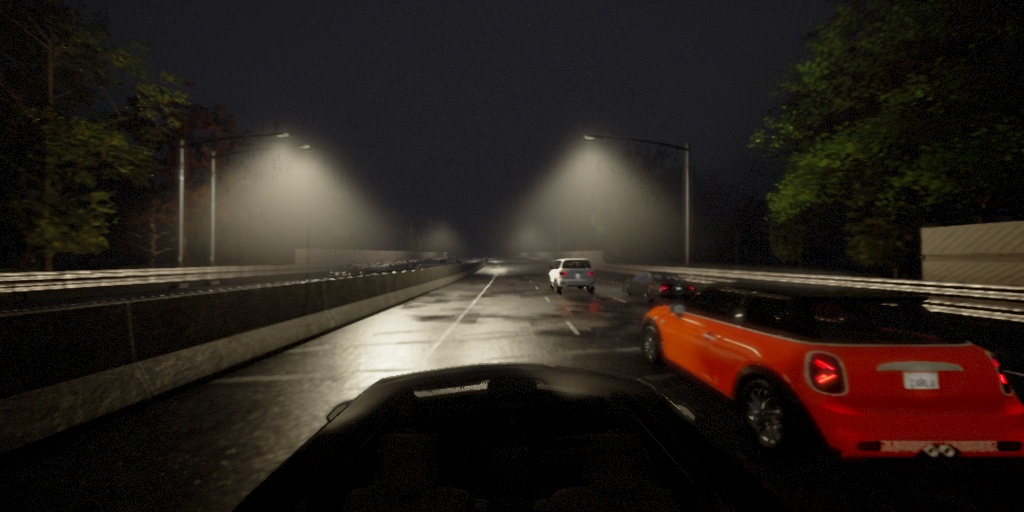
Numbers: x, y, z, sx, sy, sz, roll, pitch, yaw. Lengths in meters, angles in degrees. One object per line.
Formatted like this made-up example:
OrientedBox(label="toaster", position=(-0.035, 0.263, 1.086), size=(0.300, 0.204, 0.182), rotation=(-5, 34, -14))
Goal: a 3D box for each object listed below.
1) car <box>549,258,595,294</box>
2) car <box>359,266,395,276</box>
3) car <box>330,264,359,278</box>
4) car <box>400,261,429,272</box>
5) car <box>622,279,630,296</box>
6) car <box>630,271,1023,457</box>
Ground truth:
OrientedBox(label="car", position=(3.583, 1.168, 22.186), size=(2.150, 2.045, 5.566), rotation=(0, -1, 0))
OrientedBox(label="car", position=(-14.239, 1.682, 38.459), size=(1.895, 1.301, 4.718), rotation=(0, 0, -1))
OrientedBox(label="car", position=(-17.743, 1.587, 38.671), size=(1.837, 1.490, 4.892), rotation=(0, 0, -1))
OrientedBox(label="car", position=(-10.747, 1.588, 38.883), size=(1.837, 1.490, 4.892), rotation=(0, 0, -1))
OrientedBox(label="car", position=(7.095, 1.452, 17.756), size=(2.033, 1.411, 5.357), rotation=(0, -1, 0))
OrientedBox(label="car", position=(3.601, 1.137, 5.280), size=(2.097, 1.767, 4.553), rotation=(0, -1, 0))
